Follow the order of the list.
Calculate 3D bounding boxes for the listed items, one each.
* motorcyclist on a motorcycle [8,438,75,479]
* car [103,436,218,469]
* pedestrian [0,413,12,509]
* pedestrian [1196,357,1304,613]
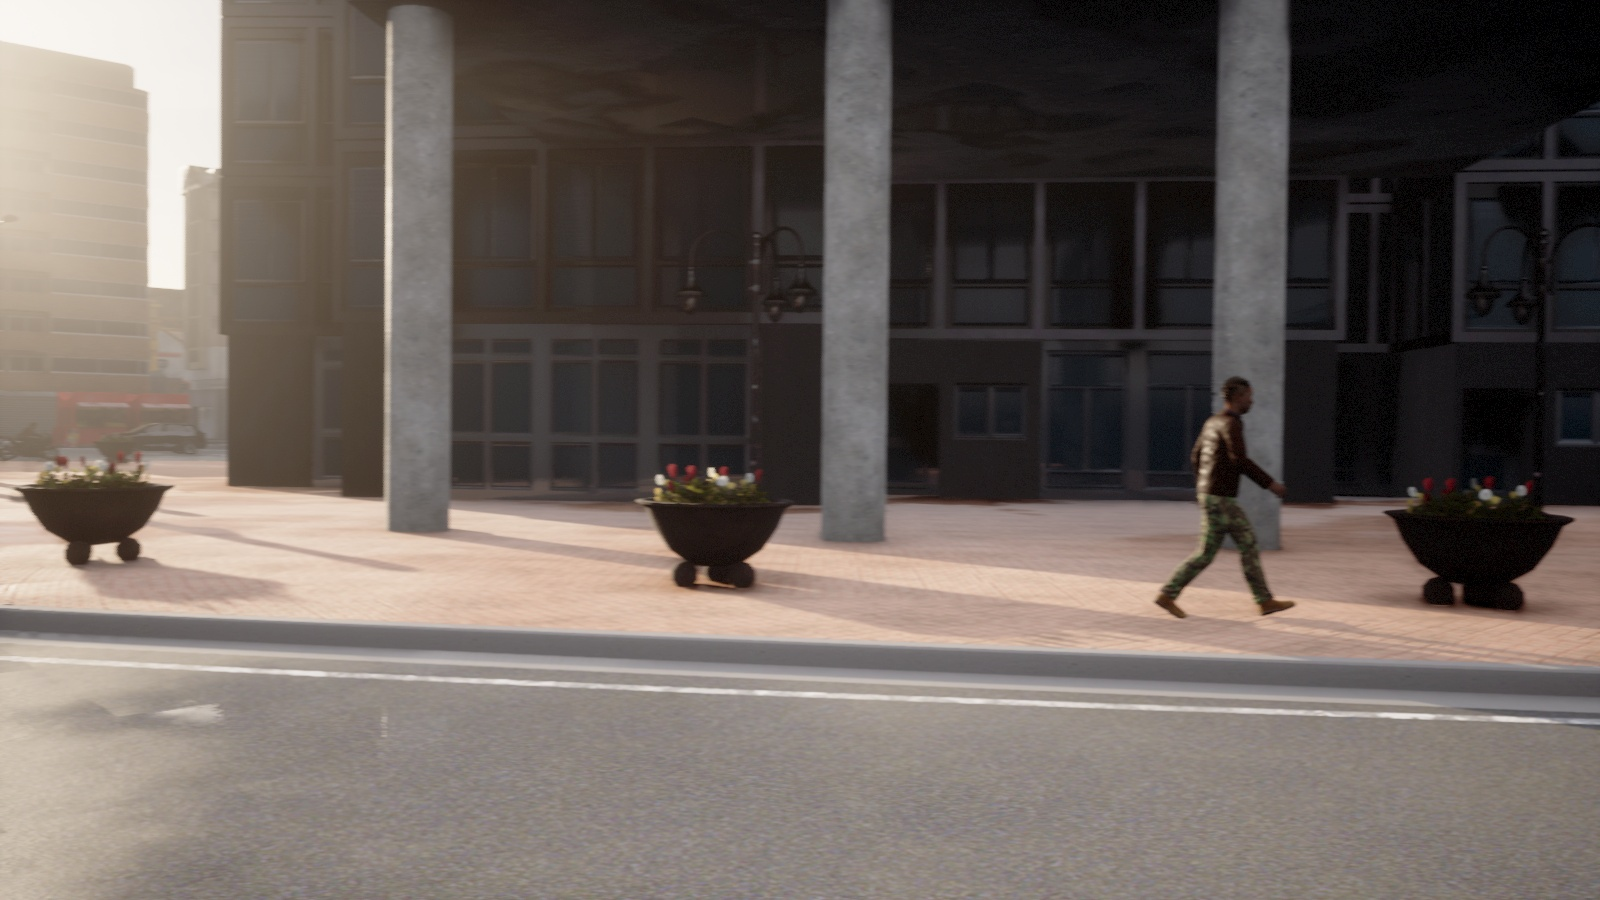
[{"bbox_3d":[-29.000,0.323,48.018,2.044,1.523,0.797,-1,1,-43],"label":"motorcyclist on a motorcycle"},{"bbox_3d":[-32.526,0.108,63.959,4.856,1.649,2.033,0,1,-43],"label":"car"},{"bbox_3d":[-15.569,0.203,24.296,0.594,1.836,0.345,0,1,40],"label":"pedestrian"},{"bbox_3d":[3.322,0.248,9.299,0.703,1.840,0.431,0,1,13],"label":"pedestrian"}]
